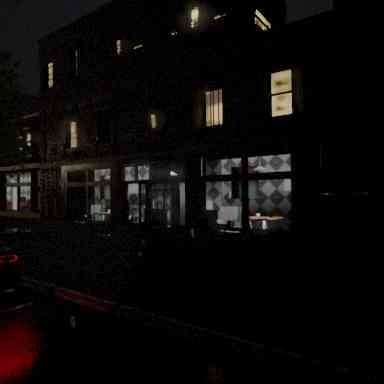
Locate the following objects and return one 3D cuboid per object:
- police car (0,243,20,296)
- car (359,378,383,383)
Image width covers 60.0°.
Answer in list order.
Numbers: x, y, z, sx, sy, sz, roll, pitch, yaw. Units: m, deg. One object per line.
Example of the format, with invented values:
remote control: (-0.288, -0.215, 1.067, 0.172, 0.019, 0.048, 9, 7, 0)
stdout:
police car: (-5.898, 1.427, 7.464, 5.238, 1.638, 1.930, 0, 0, 36)
car: (2.550, 1.565, 1.068, 4.313, 1.339, 1.947, 0, -1, 36)
